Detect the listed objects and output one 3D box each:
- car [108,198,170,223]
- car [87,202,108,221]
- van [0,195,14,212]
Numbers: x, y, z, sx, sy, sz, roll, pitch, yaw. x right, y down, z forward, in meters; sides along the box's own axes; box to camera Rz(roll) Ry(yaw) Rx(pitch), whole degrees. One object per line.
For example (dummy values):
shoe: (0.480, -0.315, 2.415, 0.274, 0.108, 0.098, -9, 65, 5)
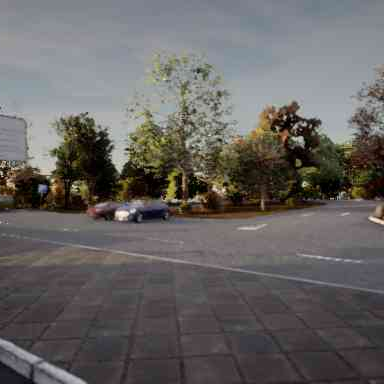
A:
car: (-3.716, 1.326, 25.262, 2.185, 1.767, 4.553, 0, 0, 35)
car: (-6.338, 1.494, 27.046, 2.002, 1.452, 4.674, 0, 0, 35)
van: (-23.414, 1.377, 38.918, 1.878, 1.987, 4.442, -1, -1, 35)
